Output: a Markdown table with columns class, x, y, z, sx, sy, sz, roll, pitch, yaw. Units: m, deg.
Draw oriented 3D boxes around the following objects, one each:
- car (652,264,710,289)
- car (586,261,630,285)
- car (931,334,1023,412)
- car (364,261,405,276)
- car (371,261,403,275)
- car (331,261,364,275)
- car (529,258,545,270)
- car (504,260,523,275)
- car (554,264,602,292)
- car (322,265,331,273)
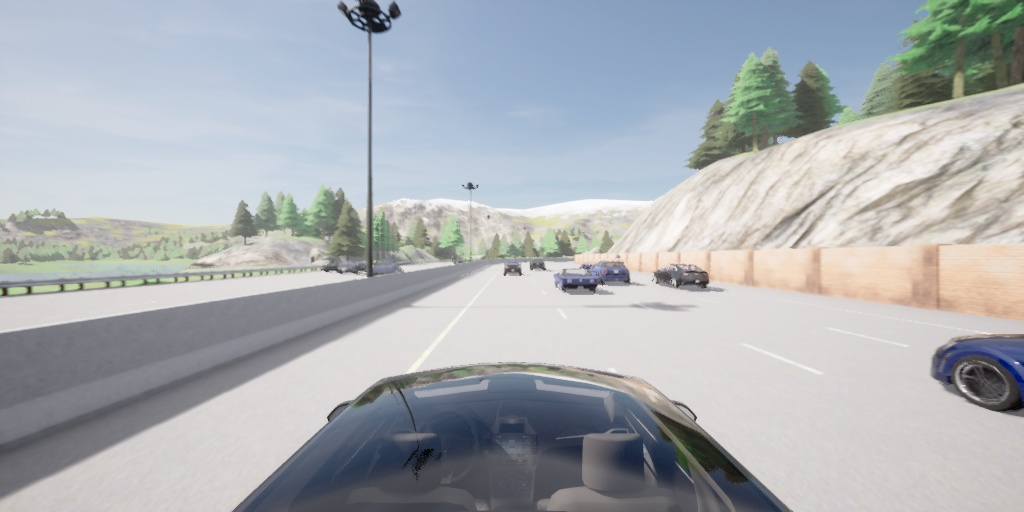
| class | x | y | z | sx | sy | sz | roll | pitch | yaw |
| --- | --- | --- | --- | --- | --- | --- | --- | --- | --- |
| car | 10.594 | 1.251 | 22.874 | 2.128 | 1.511 | 4.902 | 0 | 0 | 0 |
| car | 7.093 | 1.115 | 26.525 | 2.097 | 1.767 | 4.553 | 0 | 0 | 0 |
| car | 7.113 | 1.312 | 3.437 | 1.994 | 1.385 | 4.181 | 0 | 0 | 0 |
| car | -10.582 | 1.338 | 30.609 | 1.994 | 1.385 | 4.181 | 0 | 0 | 0 |
| car | -14.072 | 1.288 | 40.625 | 1.837 | 1.490 | 4.892 | 0 | 0 | 0 |
| car | -17.573 | 1.274 | 39.975 | 2.128 | 1.511 | 4.902 | 0 | 0 | 0 |
| car | 3.590 | 1.134 | 52.013 | 2.097 | 1.767 | 4.553 | 0 | 0 | 0 |
| car | 0.090 | 1.301 | 39.165 | 1.812 | 1.442 | 4.674 | 0 | 0 | 0 |
| car | 3.598 | 1.362 | 21.060 | 1.895 | 1.301 | 4.718 | 0 | 0 | 0 |
| car | -21.074 | 1.387 | 43.726 | 1.895 | 1.301 | 4.718 | 0 | 0 | 0 |
